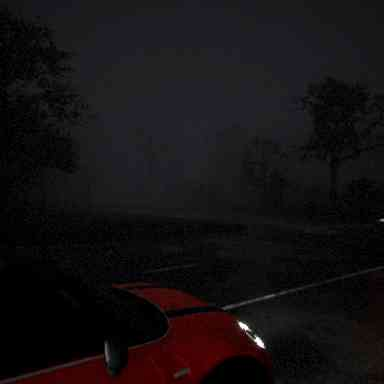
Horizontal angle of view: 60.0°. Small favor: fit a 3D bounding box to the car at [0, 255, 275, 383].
[{"bbox_3d":[-1.416,1.352,2.717,4.553,1.767,2.097,0,0,-36],"label":"car"}]
